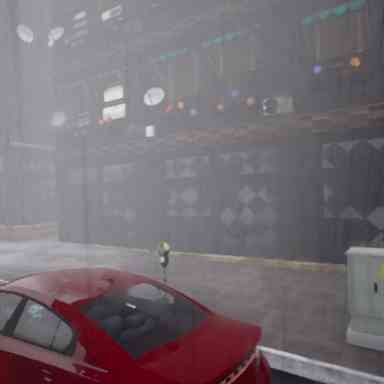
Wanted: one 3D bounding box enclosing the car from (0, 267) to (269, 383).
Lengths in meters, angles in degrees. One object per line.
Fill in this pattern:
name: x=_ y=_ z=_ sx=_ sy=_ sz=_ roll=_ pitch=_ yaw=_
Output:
car: x=-1.439 y=1.535 z=3.674 sx=4.507 sy=1.381 sz=1.887 roll=0 pitch=-1 yaw=33
